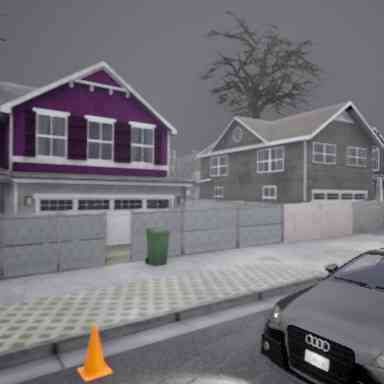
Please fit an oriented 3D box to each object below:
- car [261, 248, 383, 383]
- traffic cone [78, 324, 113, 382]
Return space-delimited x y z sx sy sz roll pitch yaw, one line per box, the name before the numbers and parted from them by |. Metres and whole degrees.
car | 2.934 1.537 4.540 4.181 1.385 1.994 0 0 -34
traffic cone | -1.208 1.944 4.147 0.340 0.580 0.340 0 0 -35
